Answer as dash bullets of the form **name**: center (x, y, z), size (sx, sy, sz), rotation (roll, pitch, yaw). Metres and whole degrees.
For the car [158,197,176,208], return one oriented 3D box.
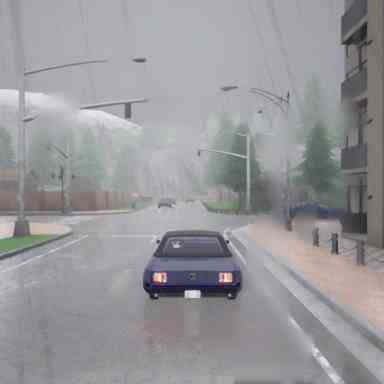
- **car**: center (-3.803, 1.540, 47.874), size (2.033, 1.411, 5.357), rotation (0, 0, 0)

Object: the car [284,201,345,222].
- **car**: center (9.798, 1.489, 26.074), size (5.008, 1.535, 1.882), rotation (0, 0, -1)

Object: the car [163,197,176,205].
- **car**: center (-3.831, 1.555, 57.863), size (1.994, 1.385, 4.181), rotation (0, 0, 1)

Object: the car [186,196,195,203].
- **car**: center (-0.323, 1.537, 68.208), size (2.033, 1.411, 5.357), rotation (0, 0, 0)

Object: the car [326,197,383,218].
- **car**: center (14.701, 1.363, 29.874), size (4.553, 1.767, 2.097), rotation (0, 0, -1)

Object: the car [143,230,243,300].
- **car**: center (0.024, 1.600, 8.359), size (1.895, 1.301, 4.718), rotation (0, 0, 0)
